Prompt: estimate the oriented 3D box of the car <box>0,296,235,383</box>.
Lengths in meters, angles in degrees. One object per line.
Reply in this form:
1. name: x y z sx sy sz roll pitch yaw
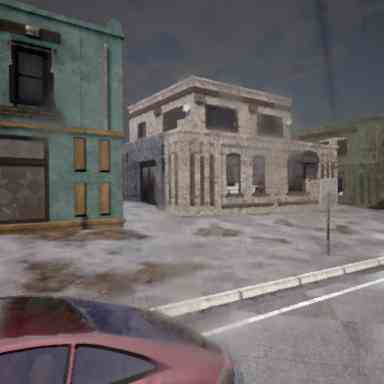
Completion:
1. car: -1.637 1.563 2.212 4.181 1.385 1.994 0 0 -35
